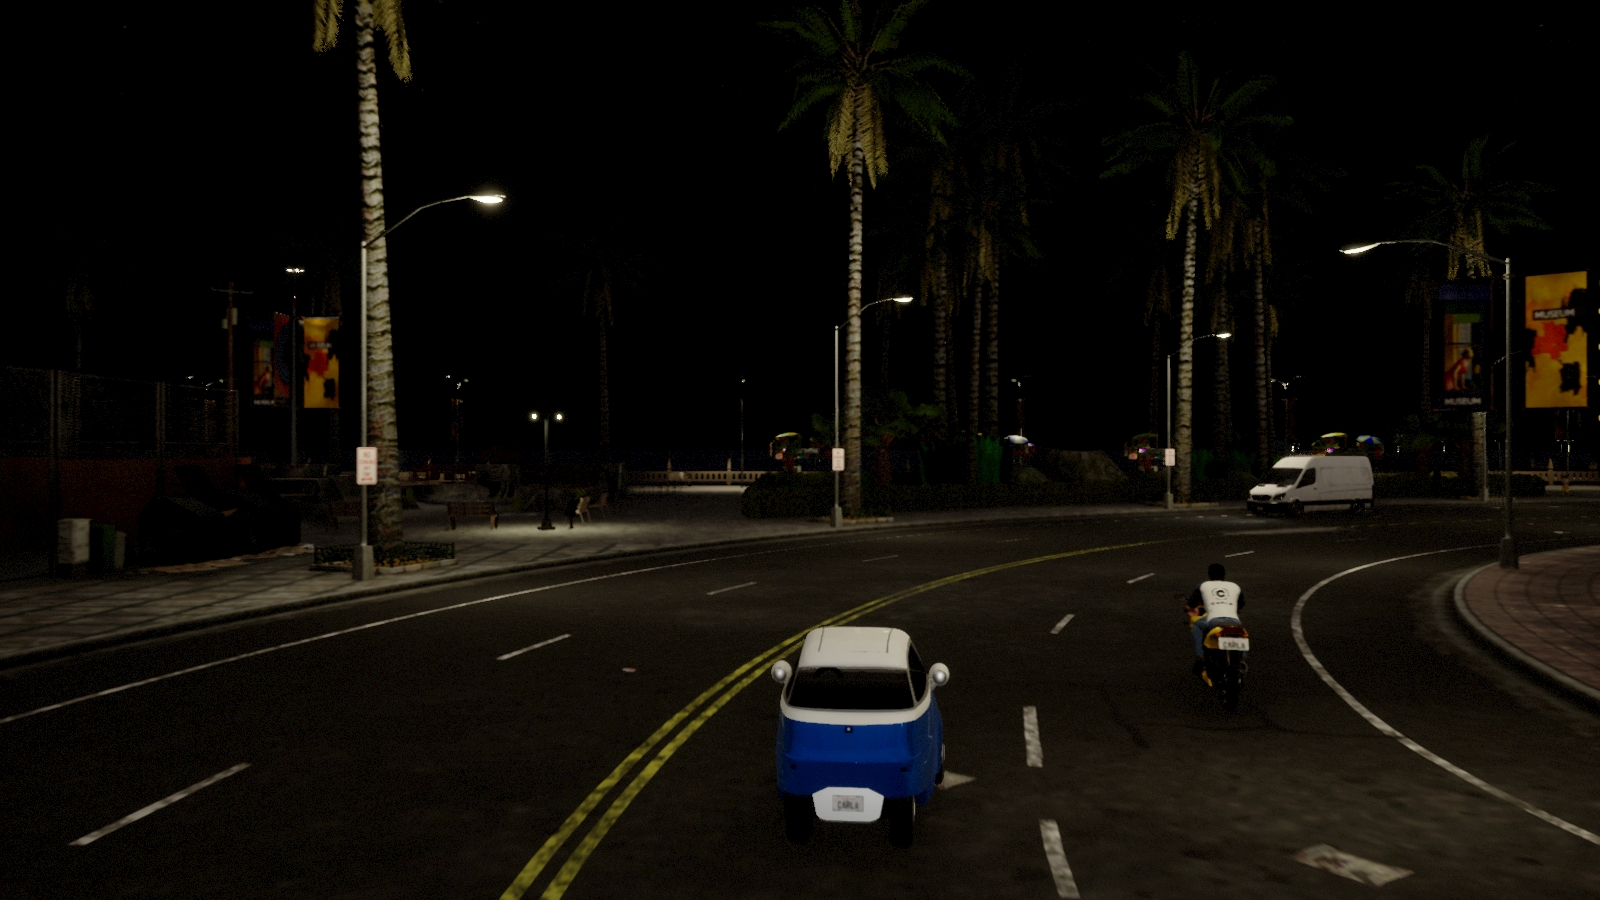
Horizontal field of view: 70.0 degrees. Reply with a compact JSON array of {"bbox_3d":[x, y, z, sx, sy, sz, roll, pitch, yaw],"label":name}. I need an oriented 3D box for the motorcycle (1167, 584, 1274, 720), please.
[{"bbox_3d":[4.688,2.215,12.861,0.803,1.145,2.033,0,0,11],"label":"motorcycle"}]

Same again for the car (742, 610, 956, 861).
[{"bbox_3d":[0.446,2.120,8.995,1.481,1.376,2.207,0,0,6],"label":"car"}]
